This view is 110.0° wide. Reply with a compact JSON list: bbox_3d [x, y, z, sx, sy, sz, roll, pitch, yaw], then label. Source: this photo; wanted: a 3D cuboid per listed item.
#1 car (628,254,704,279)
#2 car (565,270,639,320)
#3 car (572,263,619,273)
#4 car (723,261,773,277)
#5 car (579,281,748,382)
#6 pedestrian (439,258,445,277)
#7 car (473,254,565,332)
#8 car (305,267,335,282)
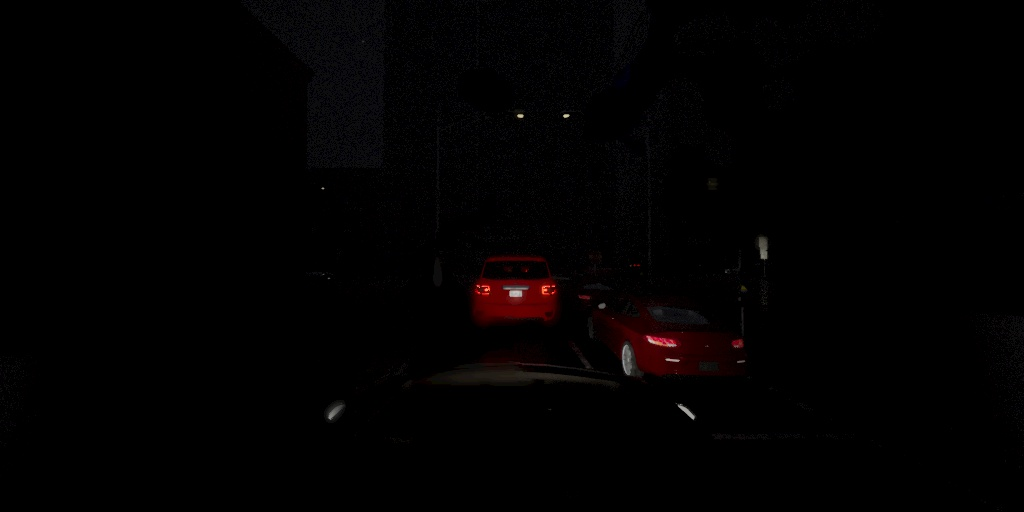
[{"bbox_3d":[12.102,0.837,28.460,5.566,2.045,2.150,0,-1,0],"label":"car"},{"bbox_3d":[2.654,1.337,12.335,1.802,1.307,4.207,0,0,0],"label":"car"},{"bbox_3d":[7.201,1.282,31.423,4.181,1.385,1.994,-1,-1,2],"label":"car"},{"bbox_3d":[21.054,1.124,31.349,4.674,1.442,1.812,0,-1,0],"label":"car"},{"bbox_3d":[2.644,1.334,6.896,1.802,1.307,4.207,0,0,0],"label":"car"},{"bbox_3d":[-6.770,1.052,34.434,0.375,1.860,0.375,0,-1,0],"label":"pedestrian"},{"bbox_3d":[0.113,0.976,11.054,2.150,2.045,5.566,0,0,1],"label":"car"},{"bbox_3d":[-16.818,1.516,28.622,4.718,1.301,1.895,-1,-1,0],"label":"car"}]
